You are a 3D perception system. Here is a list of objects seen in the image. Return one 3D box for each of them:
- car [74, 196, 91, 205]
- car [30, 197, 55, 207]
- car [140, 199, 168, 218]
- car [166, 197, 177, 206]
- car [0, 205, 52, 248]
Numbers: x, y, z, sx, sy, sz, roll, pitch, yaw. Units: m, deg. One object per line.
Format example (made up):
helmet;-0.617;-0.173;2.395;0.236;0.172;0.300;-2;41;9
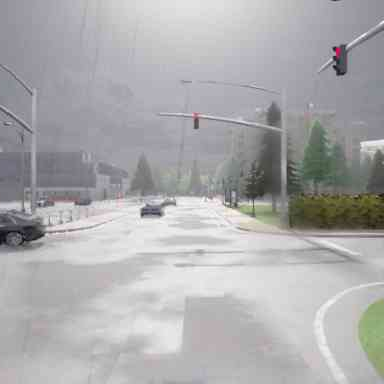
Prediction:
car;-17.425;1.374;53.076;1.845;1.501;3.633;0;0;0
car;-20.482;1.384;45.687;1.970;1.475;3.806;0;0;0
car;-3.582;1.601;30.626;1.895;1.301;4.718;0;0;0
car;-3.498;1.564;53.096;1.994;1.385;4.181;0;0;0
car;-8.665;1.507;13.759;4.892;1.490;1.837;0;4;-15
